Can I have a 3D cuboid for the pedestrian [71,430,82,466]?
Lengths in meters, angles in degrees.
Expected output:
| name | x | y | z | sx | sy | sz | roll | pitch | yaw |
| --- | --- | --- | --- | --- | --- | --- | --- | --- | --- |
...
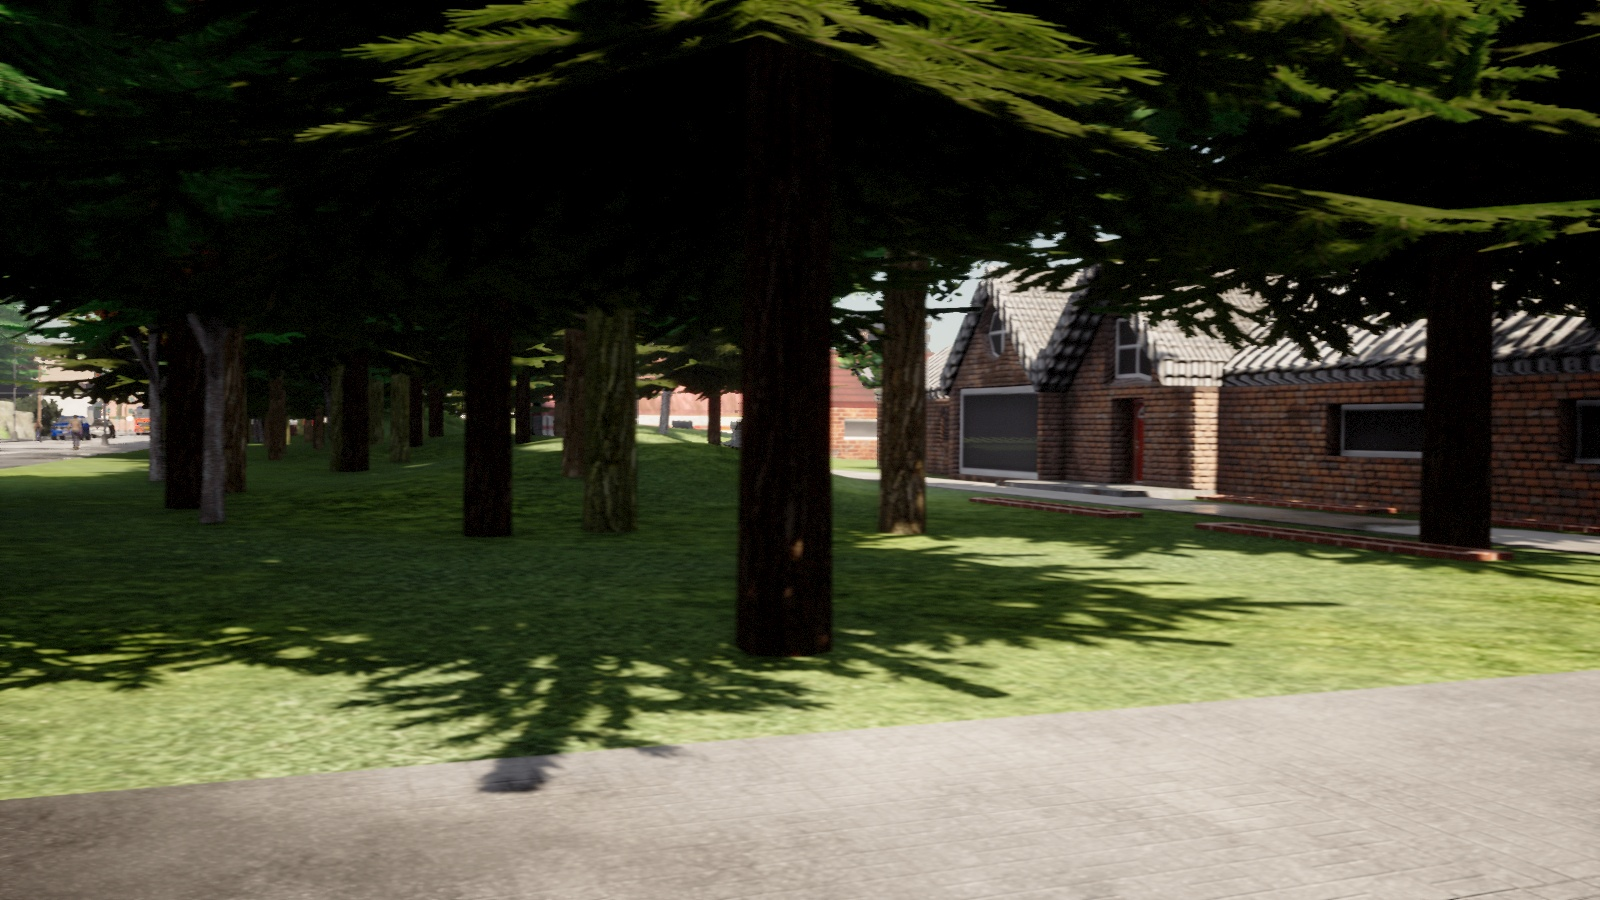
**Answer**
| name | x | y | z | sx | sy | sz | roll | pitch | yaw |
| --- | --- | --- | --- | --- | --- | --- | --- | --- | --- |
| pedestrian | -36.597 | -0.131 | 63.540 | 0.328 | 1.805 | 0.869 | -1 | 1 | -21 |
